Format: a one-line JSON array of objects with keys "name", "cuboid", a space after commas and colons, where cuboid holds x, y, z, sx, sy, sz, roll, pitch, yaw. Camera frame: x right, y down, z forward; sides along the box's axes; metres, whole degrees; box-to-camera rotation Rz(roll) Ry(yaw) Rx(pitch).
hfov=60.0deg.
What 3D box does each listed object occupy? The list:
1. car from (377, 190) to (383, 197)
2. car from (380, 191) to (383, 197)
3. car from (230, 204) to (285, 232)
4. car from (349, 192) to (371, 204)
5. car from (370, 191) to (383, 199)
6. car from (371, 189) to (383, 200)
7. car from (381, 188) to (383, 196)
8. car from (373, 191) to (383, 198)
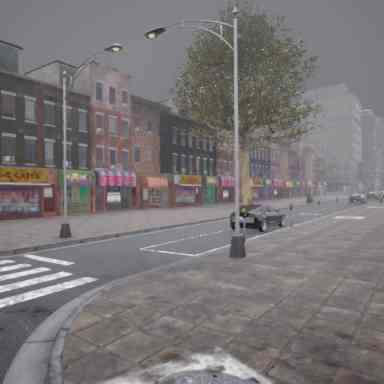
[{"name": "car", "cuboid": [40.967, 0.364, 71.283, 1.752, 1.417, 4.829, 0, 1, 35]}, {"name": "car", "cuboid": [43.974, 0.347, 75.566, 1.802, 1.307, 4.206, 0, 1, 35]}, {"name": "car", "cuboid": [3.620, 1.315, 18.085, 1.947, 1.339, 4.313, 0, 1, 35]}, {"name": "car", "cuboid": [22.244, 0.847, 44.614, 2.008, 1.369, 4.403, 0, 1, 35]}, {"name": "car", "cuboid": [34.662, 0.560, 62.301, 1.947, 1.339, 4.313, 0, 1, 35]}, {"name": "car", "cuboid": [31.557, 0.621, 57.879, 2.008, 1.369, 4.403, 0, 1, 35]}, {"name": "car", "cuboid": [47.077, 0.003, 79.984, 2.192, 1.841, 5.009, 0, 1, 35]}, {"name": "car", "cuboid": [37.766, 0.484, 66.722, 1.947, 1.339, 4.313, 0, 1, 35]}]
